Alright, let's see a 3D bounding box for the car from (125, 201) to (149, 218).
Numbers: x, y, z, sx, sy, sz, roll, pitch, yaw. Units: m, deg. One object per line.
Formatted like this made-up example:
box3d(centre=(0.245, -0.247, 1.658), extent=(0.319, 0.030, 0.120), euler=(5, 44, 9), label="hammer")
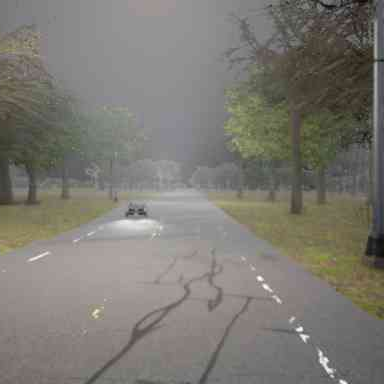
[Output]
box3d(centre=(-4.733, 1.469, 28.959), extent=(1.895, 1.301, 4.718), euler=(0, 0, -7), label="car")
